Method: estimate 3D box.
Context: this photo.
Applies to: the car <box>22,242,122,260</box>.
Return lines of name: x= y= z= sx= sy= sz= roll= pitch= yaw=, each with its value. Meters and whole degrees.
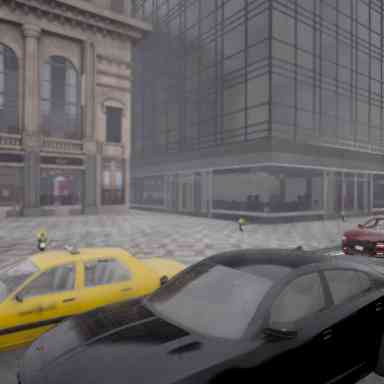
car: x=-2.156 y=1.527 z=5.218 sx=4.829 sy=1.417 sz=1.752 roll=0 pitch=1 yaw=-36

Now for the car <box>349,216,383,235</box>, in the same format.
car: x=7.134 y=1.521 z=11.859 sx=4.507 sy=1.381 sz=1.887 roll=0 pitch=1 yaw=-36

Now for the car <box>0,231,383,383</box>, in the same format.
car: x=0.744 y=1.474 z=3.907 sx=5.008 sy=1.535 sz=1.882 roll=0 pitch=0 yaw=-36
